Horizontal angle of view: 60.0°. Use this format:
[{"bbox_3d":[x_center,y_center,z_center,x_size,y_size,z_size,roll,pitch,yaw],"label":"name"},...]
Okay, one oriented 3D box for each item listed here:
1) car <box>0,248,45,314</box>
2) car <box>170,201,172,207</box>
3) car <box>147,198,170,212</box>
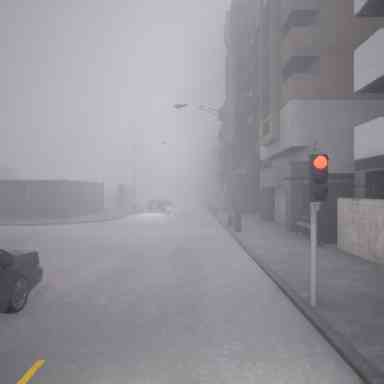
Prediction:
[{"bbox_3d":[-4.102,1.547,4.887,2.033,1.411,5.357,0,0,0],"label":"car"},{"bbox_3d":[-4.121,1.562,49.697,1.994,1.385,4.181,0,0,0],"label":"car"},{"bbox_3d":[-4.138,1.491,39.350,2.128,1.511,4.902,0,0,0],"label":"car"}]
